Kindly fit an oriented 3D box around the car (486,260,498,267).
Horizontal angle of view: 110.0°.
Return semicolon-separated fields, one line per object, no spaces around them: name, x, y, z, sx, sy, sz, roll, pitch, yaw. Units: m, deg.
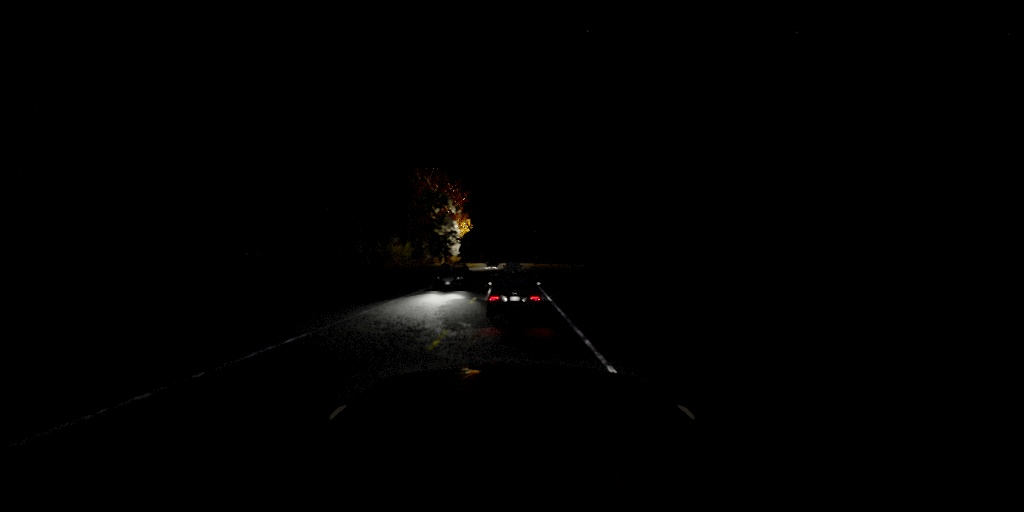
car;-3.525;1.337;63.876;1.994;1.385;4.181;0;0;1

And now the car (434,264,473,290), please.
car;-3.599;1.246;22.529;2.128;1.511;4.902;0;0;0

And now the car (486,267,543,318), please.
car;0.089;1.299;13.014;2.033;1.411;5.357;0;0;0

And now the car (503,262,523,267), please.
car;0.080;1.284;34.454;1.812;1.442;4.674;0;0;0
